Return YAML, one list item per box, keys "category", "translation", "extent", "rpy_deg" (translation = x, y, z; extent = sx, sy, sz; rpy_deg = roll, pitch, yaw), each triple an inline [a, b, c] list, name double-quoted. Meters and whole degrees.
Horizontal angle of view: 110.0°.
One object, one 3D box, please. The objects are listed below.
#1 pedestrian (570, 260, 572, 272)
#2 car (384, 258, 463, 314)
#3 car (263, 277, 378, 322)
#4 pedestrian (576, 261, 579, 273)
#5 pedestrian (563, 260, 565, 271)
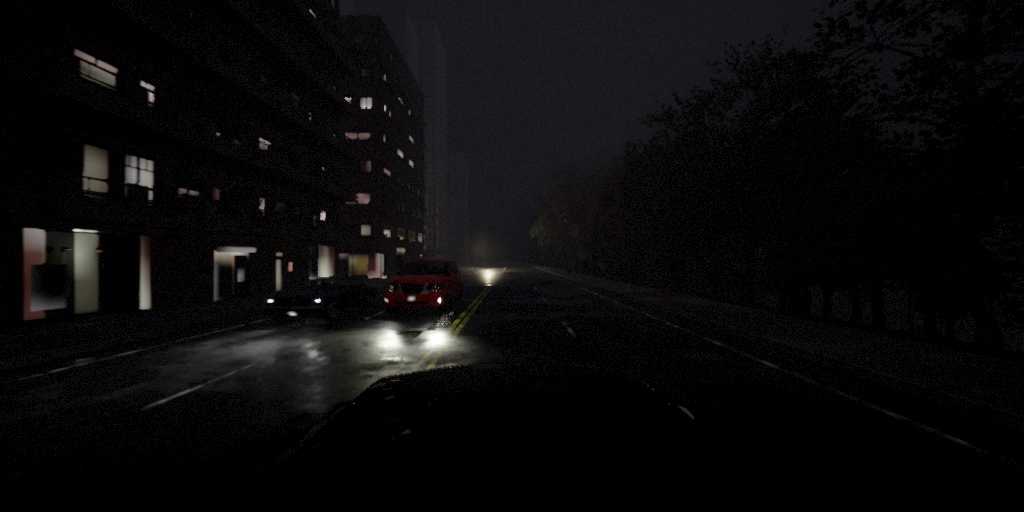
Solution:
- category: "pedestrian"
  translation: [8.990, 1.434, 54.274]
  extent: [0.375, 1.860, 0.375]
  rpy_deg: [0, 0, 0]
- category: "car"
  translation: [-3.357, 1.105, 14.736]
  extent: [2.150, 2.045, 5.566]
  rpy_deg: [0, -1, 0]
- category: "car"
  translation: [-6.606, 1.465, 13.014]
  extent: [1.895, 1.301, 4.718]
  rpy_deg: [0, -1, 0]
- category: "pedestrian"
  translation: [9.990, 1.617, 54.873]
  extent: [0.375, 1.860, 0.375]
  rpy_deg: [0, 0, 0]
- category: "pedestrian"
  translation: [7.990, 1.446, 55.473]
  extent: [0.375, 1.860, 0.375]
  rpy_deg: [0, 0, 0]
